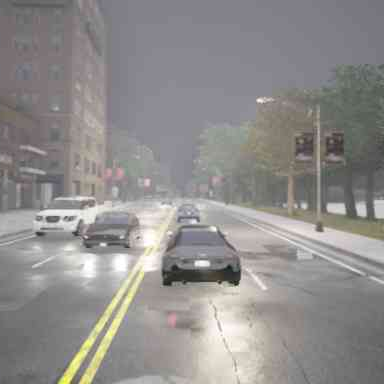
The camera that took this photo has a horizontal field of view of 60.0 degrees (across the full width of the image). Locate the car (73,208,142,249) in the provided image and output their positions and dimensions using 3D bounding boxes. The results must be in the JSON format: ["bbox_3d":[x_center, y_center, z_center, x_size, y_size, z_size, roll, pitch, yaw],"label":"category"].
[{"bbox_3d":[-3.412,1.621,15.193,2.033,1.411,5.357,1,0,-2],"label":"car"}]

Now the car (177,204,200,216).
[{"bbox_3d":[-0.315,1.717,28.264,2.033,1.411,5.357,1,0,-2],"label":"car"}]

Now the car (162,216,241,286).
[{"bbox_3d":[0.186,1.638,9.695,1.994,1.385,4.181,1,0,-2],"label":"car"}]

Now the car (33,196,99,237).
[{"bbox_3d":[-6.751,1.281,18.604,2.150,2.045,5.566,1,0,-2],"label":"car"}]

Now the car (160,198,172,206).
[{"bbox_3d":[-4.500,1.814,59.823,1.812,1.442,4.674,1,0,-2],"label":"car"}]

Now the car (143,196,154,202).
[{"bbox_3d":[-7.745,1.367,59.747,1.812,1.442,4.674,1,0,-2],"label":"car"}]
